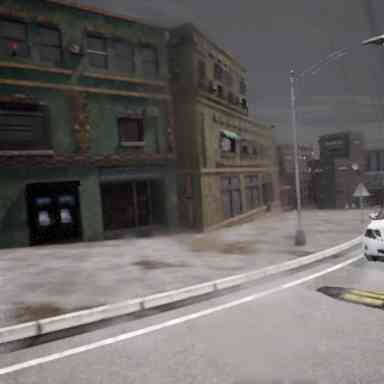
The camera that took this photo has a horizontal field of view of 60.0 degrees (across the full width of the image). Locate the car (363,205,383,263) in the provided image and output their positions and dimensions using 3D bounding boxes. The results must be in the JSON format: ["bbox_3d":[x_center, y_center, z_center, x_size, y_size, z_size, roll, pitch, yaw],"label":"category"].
[{"bbox_3d":[7.837,1.314,11.853,2.150,2.045,5.566,-2,-1,40],"label":"car"}]
